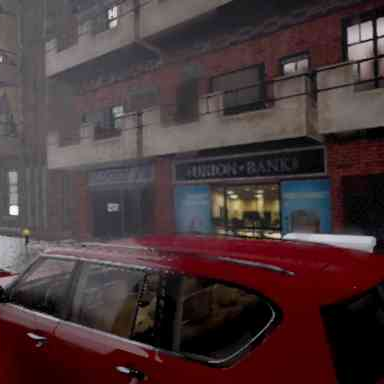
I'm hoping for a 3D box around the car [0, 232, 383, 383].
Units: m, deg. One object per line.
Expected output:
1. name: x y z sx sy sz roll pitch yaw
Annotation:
1. car: -0.568 1.342 3.303 5.009 1.841 2.192 -1 -2 36
